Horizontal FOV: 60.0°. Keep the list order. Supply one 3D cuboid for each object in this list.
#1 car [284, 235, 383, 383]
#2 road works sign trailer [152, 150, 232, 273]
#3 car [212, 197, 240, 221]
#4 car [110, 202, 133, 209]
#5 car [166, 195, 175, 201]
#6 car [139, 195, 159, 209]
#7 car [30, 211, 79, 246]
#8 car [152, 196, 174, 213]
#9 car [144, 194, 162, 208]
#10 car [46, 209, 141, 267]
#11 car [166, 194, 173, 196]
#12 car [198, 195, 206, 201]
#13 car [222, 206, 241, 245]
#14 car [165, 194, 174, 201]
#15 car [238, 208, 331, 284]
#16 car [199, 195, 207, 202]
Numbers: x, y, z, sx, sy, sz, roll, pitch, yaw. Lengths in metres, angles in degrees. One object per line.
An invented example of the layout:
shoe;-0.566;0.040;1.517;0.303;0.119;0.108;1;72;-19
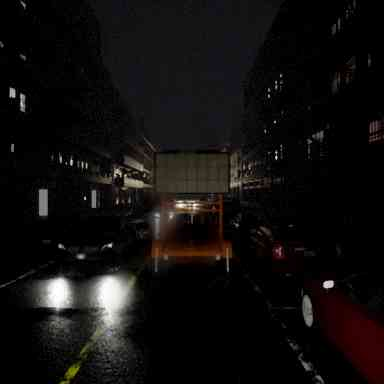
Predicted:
car;2.692;1.545;3.917;1.887;1.381;4.507;0;0;0
road works sign trailer;0.002;0.464;10.687;2.380;3.560;2.880;0;0;0
car;2.699;1.311;26.463;2.192;1.841;5.009;0;0;0
car;-5.683;1.522;26.298;1.752;1.417;4.829;0;0;0
car;-5.668;1.514;88.469;1.887;1.381;4.507;0;0;0
car;-5.679;1.431;43.378;1.967;1.590;4.097;0;0;0
car;-5.686;1.565;15.195;1.947;1.339;4.313;0;0;0
car;-2.991;1.498;37.480;1.837;1.490;4.892;0;0;0
car;-5.677;1.304;49.015;2.192;1.841;5.009;0;0;0
car;-3.084;1.525;11.566;1.812;1.442;4.674;0;0;0
car;-5.669;1.290;77.196;2.192;1.841;5.009;0;0;0
car;2.713;1.514;88.463;1.887;1.381;4.507;0;0;0
car;2.695;1.550;15.189;2.008;1.369;4.403;0;0;0
car;-5.669;1.412;82.832;1.967;1.590;4.097;0;0;0
car;2.694;1.440;9.554;1.967;1.590;4.097;0;0;0
car;2.710;1.500;77.360;1.752;1.417;4.829;0;0;0
